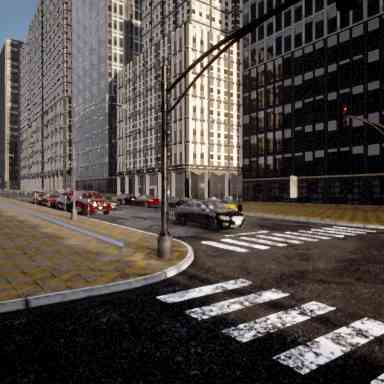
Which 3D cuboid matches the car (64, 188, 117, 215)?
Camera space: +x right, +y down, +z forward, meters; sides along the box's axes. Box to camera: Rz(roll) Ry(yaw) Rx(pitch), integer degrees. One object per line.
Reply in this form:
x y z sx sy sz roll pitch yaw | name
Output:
-8.398 0.841 27.195 2.192 1.841 5.009 1 0 -36 | car

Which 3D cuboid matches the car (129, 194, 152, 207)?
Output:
-4.955 0.977 36.683 1.802 1.307 4.206 1 0 -36 | car

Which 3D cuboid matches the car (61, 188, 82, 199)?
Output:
-21.518 0.186 59.375 2.192 1.841 5.009 1 0 -36 | car

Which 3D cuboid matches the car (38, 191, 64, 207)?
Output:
-15.030 0.861 36.273 1.887 1.381 4.507 1 0 -36 | car

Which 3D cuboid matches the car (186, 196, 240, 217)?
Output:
1.642 1.127 27.798 1.752 1.417 4.829 1 0 -36 | car

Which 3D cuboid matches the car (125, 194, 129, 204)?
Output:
-8.269 0.856 41.222 1.947 1.339 4.313 1 0 -36 | car

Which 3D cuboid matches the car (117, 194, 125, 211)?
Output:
-8.434 0.976 31.620 1.812 1.442 4.674 0 1 -36 | car

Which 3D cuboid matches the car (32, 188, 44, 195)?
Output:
-38.089 -0.208 82.070 1.967 1.590 4.097 1 0 -36 | car

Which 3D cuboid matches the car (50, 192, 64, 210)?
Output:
-11.717 0.987 31.735 1.947 1.339 4.313 1 0 -36 | car

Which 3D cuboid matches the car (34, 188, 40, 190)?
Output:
-34.776 -0.105 77.531 1.967 1.590 4.097 1 0 -36 | car

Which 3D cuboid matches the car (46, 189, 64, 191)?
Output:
-18.276 0.703 45.183 1.994 1.385 4.181 0 1 -36 | car

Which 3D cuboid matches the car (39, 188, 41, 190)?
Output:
-31.465 0.104 72.993 1.887 1.381 4.507 1 0 -36 | car

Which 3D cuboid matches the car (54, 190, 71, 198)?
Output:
-24.937 0.289 64.053 1.752 1.417 4.829 1 0 -36 | car

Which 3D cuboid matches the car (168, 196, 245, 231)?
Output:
0.902 1.239 18.821 2.128 1.511 4.902 0 1 -36 | car

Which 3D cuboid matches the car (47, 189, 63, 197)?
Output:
-28.151 0.214 68.454 2.008 1.369 4.403 1 0 -36 | car

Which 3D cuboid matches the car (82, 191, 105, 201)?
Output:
-14.896 0.646 50.300 1.947 1.339 4.313 1 0 -36 | car

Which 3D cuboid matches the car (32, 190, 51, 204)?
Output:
-18.344 0.793 40.811 1.802 1.307 4.206 1 0 -36 | car

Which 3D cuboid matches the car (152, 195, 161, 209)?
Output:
-1.641 1.066 32.145 1.947 1.339 4.313 1 0 -36 | car
